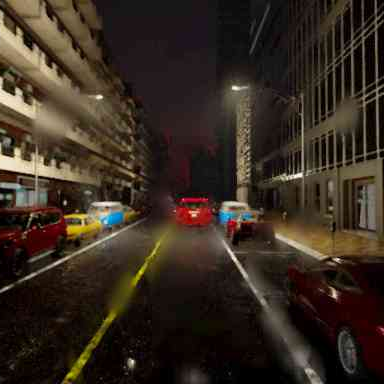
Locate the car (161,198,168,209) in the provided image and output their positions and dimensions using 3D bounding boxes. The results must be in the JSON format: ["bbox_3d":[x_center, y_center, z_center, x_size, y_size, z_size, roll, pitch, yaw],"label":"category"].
[{"bbox_3d":[-5.593,2.125,55.076,1.947,1.339,4.313,1,-1,0],"label":"car"}]

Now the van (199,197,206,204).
[{"bbox_3d":[2.790,2.234,88.450,1.690,1.788,3.998,1,-1,0],"label":"van"}]

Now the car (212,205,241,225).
[{"bbox_3d":[2.729,1.848,27.425,1.947,1.339,4.313,1,-1,0],"label":"car"}]

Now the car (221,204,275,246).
[{"bbox_3d":[2.721,1.610,16.331,1.967,1.590,4.097,1,-1,0],"label":"car"}]

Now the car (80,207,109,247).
[{"bbox_3d":[-5.671,1.692,16.081,1.752,1.417,4.829,1,-1,0],"label":"car"}]

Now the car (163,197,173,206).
[{"bbox_3d":[-5.572,2.041,71.718,2.192,1.841,5.009,1,-1,0],"label":"car"}]

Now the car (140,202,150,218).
[{"bbox_3d":[-5.613,1.918,32.890,1.802,1.307,4.206,1,-1,0],"label":"car"}]

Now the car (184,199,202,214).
[{"bbox_3d":[0.138,1.777,41.667,2.097,1.767,4.553,0,-1,0],"label":"car"}]

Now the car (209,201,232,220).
[{"bbox_3d":[2.737,1.778,32.974,1.967,1.590,4.097,1,-1,0],"label":"car"}]

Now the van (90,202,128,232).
[{"bbox_3d":[-5.626,1.566,21.800,1.690,1.788,3.998,1,-1,0],"label":"van"}]

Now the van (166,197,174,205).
[{"bbox_3d":[-5.563,2.178,82.810,1.690,1.788,3.998,1,-1,0],"label":"van"}]

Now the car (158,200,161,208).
[{"bbox_3d":[-5.602,1.972,43.813,1.752,1.417,4.829,1,-1,0],"label":"car"}]

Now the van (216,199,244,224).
[{"bbox_3d":[2.728,1.567,21.880,1.690,1.788,3.998,1,-1,0],"label":"van"}]

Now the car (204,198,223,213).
[{"bbox_3d":[2.749,1.764,44.070,2.192,1.841,5.009,1,-1,0],"label":"car"}]

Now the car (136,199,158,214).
[{"bbox_3d":[-5.603,1.707,38.439,2.192,1.841,5.009,1,-1,0],"label":"car"}]

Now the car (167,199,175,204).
[{"bbox_3d":[-5.563,2.474,88.355,1.802,1.307,4.206,1,-1,0],"label":"car"}]

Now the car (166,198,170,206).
[{"bbox_3d":[-5.588,2.197,60.623,1.802,1.307,4.206,1,-1,0],"label":"car"}]

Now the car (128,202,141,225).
[{"bbox_3d":[-5.618,1.804,27.174,1.752,1.417,4.829,1,-1,0],"label":"car"}]

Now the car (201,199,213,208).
[{"bbox_3d":[2.762,2.057,60.711,1.967,1.590,4.097,1,-1,0],"label":"car"}]

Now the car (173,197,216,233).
[{"bbox_3d":[0.123,1.447,21.666,2.150,2.045,5.566,0,0,0],"label":"car"}]

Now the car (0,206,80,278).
[{"bbox_3d":[-5.665,1.427,10.708,2.192,1.841,5.009,1,-1,0],"label":"car"}]

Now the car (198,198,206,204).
[{"bbox_3d":[2.790,2.493,93.996,1.887,1.381,4.507,1,-1,0],"label":"car"}]

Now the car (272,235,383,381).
[{"bbox_3d":[2.708,1.638,5.234,1.802,1.307,4.206,1,-1,0],"label":"car"}]

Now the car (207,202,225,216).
[{"bbox_3d":[2.740,1.920,38.691,1.752,1.417,4.829,1,-1,0],"label":"car"}]
